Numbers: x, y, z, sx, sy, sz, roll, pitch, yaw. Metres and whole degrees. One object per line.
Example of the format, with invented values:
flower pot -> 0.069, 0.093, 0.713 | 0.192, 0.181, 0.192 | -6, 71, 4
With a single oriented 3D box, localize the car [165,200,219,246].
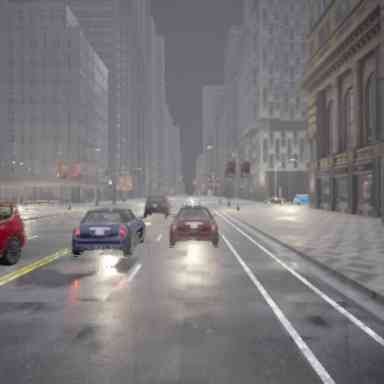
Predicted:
car -> 0.084, 1.402, 15.562 | 2.097, 1.767, 4.553 | 0, 0, 0

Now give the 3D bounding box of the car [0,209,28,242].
car -> -9.860, 1.625, 15.924 | 1.994, 1.385, 4.181 | 0, 0, 0

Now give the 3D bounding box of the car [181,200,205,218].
car -> 0.075, 1.591, 32.671 | 2.128, 1.511, 4.902 | 0, 0, 0

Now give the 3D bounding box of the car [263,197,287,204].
car -> 15.828, 1.688, 63.548 | 4.403, 1.369, 2.008 | 0, 0, 0

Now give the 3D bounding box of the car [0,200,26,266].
car -> -6.607, 1.256, 8.837 | 2.150, 2.045, 5.566 | 0, 0, 0

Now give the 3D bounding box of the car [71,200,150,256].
car -> -3.159, 1.398, 13.500 | 2.097, 1.767, 4.553 | 0, 0, 0

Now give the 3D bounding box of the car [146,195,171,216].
car -> -3.173, 1.321, 31.346 | 2.150, 2.045, 5.566 | 0, 0, 0

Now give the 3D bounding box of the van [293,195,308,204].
van -> 21.446, 1.460, 63.529 | 3.998, 1.788, 1.690 | 0, 0, 0
